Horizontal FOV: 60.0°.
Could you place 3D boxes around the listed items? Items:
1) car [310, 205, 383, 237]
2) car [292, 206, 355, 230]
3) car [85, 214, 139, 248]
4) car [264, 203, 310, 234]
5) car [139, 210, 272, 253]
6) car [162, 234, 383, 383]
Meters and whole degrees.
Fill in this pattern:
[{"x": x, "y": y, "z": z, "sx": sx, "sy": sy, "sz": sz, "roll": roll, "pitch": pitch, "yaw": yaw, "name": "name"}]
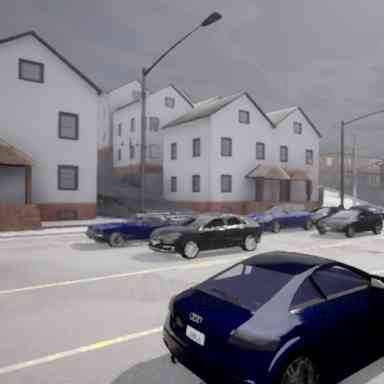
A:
[{"x": 9.158, "y": 1.715, "z": 19.094, "sx": 4.674, "sy": 1.442, "sz": 1.812, "roll": 1, "pitch": 0, "yaw": -35, "name": "car"}, {"x": 9.310, "y": 1.742, "z": 23.392, "sx": 4.674, "sy": 1.442, "sz": 1.812, "roll": 1, "pitch": 0, "yaw": -35, "name": "car"}, {"x": -2.330, "y": 1.669, "z": 15.212, "sx": 4.718, "sy": 1.301, "sz": 1.895, "roll": 1, "pitch": 0, "yaw": -35, "name": "car"}, {"x": 5.445, "y": 1.519, "z": 20.742, "sx": 4.553, "sy": 1.767, "sz": 2.097, "roll": 1, "pitch": 0, "yaw": -35, "name": "car"}, {"x": 0.660, "y": 1.586, "z": 13.043, "sx": 4.892, "sy": 1.490, "sz": 1.837, "roll": 1, "pitch": -1, "yaw": -35, "name": "car"}, {"x": 1.667, "y": 1.606, "z": 4.924, "sx": 4.181, "sy": 1.385, "sz": 1.994, "roll": 1, "pitch": 0, "yaw": -36, "name": "car"}]
